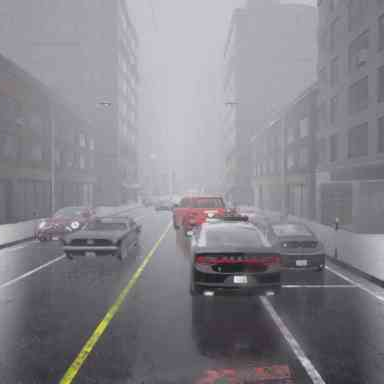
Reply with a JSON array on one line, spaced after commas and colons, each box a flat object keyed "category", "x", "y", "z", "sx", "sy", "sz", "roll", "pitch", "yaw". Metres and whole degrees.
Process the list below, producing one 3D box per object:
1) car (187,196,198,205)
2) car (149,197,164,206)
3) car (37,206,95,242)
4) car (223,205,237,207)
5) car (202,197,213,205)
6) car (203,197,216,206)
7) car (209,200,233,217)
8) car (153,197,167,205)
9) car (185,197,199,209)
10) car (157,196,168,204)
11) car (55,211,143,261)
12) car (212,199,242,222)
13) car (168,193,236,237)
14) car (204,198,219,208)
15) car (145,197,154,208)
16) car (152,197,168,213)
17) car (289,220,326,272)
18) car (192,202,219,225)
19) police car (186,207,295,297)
[{"category": "car", "x": 0.014, "y": 1.498, "z": 59.493, "sx": 1.882, "sy": 1.535, "sz": 5.008, "roll": 0, "pitch": 0, "yaw": 0}, {"category": "car", "x": -5.760, "y": 1.582, "z": 54.595, "sx": 1.947, "sy": 1.339, "sz": 4.313, "roll": -1, "pitch": 0, "yaw": 0}, {"category": "car", "x": -5.771, "y": 1.439, "z": 16.059, "sx": 1.967, "sy": 1.590, "sz": 4.097, "roll": -1, "pitch": 0, "yaw": 0}, {"category": "car", "x": 2.756, "y": 1.544, "z": 16.057, "sx": 1.887, "sy": 1.381, "sz": 4.507, "roll": -1, "pitch": 0, "yaw": 0}, {"category": "car", "x": 2.766, "y": 1.565, "z": 60.098, "sx": 1.887, "sy": 1.381, "sz": 4.507, "roll": -1, "pitch": 0, "yaw": 0}, {"category": "car", "x": 2.765, "y": 1.561, "z": 54.593, "sx": 1.887, "sy": 1.381, "sz": 4.507, "roll": -1, "pitch": 0, "yaw": 0}, {"category": "car", "x": 2.760, "y": 1.548, "z": 32.572, "sx": 1.887, "sy": 1.381, "sz": 4.507, "roll": -1, "pitch": 0, "yaw": 0}, {"category": "car", "x": -5.759, "y": 1.571, "z": 60.100, "sx": 2.008, "sy": 1.369, "sz": 4.403, "roll": -1, "pitch": 0, "yaw": 0}, {"category": "car", "x": 0.030, "y": 1.516, "z": 46.849, "sx": 1.837, "sy": 1.490, "sz": 4.892, "roll": 0, "pitch": 0, "yaw": 1}, {"category": "car", "x": -5.758, "y": 1.570, "z": 65.606, "sx": 1.887, "sy": 1.381, "sz": 4.507, "roll": -1, "pitch": 0, "yaw": 0}, {"category": "car", "x": -3.104, "y": 1.599, "z": 12.395, "sx": 1.895, "sy": 1.301, "sz": 4.718, "roll": 0, "pitch": 0, "yaw": 0}, {"category": "car", "x": 2.757, "y": 1.442, "z": 27.067, "sx": 1.967, "sy": 1.590, "sz": 4.097, "roll": -1, "pitch": 0, "yaw": 0}, {"category": "car", "x": 0.339, "y": 1.210, "z": 18.445, "sx": 2.150, "sy": 2.045, "sz": 5.566, "roll": -1, "pitch": 0, "yaw": -12}, {"category": "car", "x": 2.764, "y": 1.578, "z": 49.088, "sx": 1.947, "sy": 1.339, "sz": 4.313, "roll": -1, "pitch": 0, "yaw": 0}, {"category": "car", "x": -5.763, "y": 1.453, "z": 49.090, "sx": 1.967, "sy": 1.590, "sz": 4.097, "roll": -1, "pitch": 0, "yaw": 0}, {"category": "car", "x": -2.991, "y": 1.570, "z": 37.544, "sx": 1.994, "sy": 1.385, "sz": 4.181, "roll": 0, "pitch": 0, "yaw": 0}, {"category": "car", "x": 2.754, "y": 1.549, "z": 10.551, "sx": 2.008, "sy": 1.369, "sz": 4.403, "roll": -1, "pitch": 0, "yaw": 0}, {"category": "car", "x": 0.906, "y": 1.527, "z": 24.655, "sx": 1.812, "sy": 1.442, "sz": 4.674, "roll": 0, "pitch": 0, "yaw": 0}, {"category": "police car", "x": 0.901, "y": 1.424, "z": 8.763, "sx": 1.930, "sy": 1.638, "sz": 5.238, "roll": 0, "pitch": 0, "yaw": 0}]
